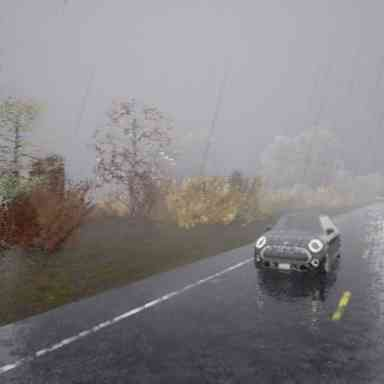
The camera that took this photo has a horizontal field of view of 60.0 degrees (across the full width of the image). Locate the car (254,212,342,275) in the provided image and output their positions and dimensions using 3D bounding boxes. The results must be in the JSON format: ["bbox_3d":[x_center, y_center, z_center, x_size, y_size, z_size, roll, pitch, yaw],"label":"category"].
[{"bbox_3d":[3.743,1.531,11.337,2.097,1.767,4.553,-1,-1,31],"label":"car"}]
